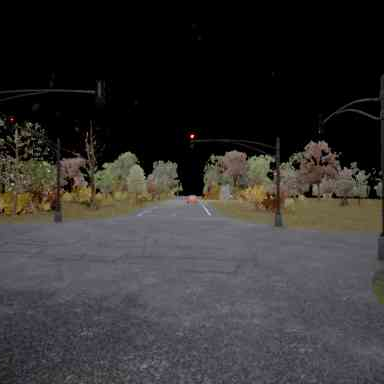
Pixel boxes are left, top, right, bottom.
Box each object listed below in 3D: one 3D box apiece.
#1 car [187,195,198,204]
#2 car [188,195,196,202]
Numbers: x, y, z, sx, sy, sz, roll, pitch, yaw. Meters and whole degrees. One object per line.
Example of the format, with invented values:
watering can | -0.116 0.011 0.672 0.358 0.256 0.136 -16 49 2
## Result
car | 0.095 1.419 67.921 2.097 1.767 4.553 0 0 0
car | 0.108 1.444 77.956 1.812 1.442 4.674 0 0 0
